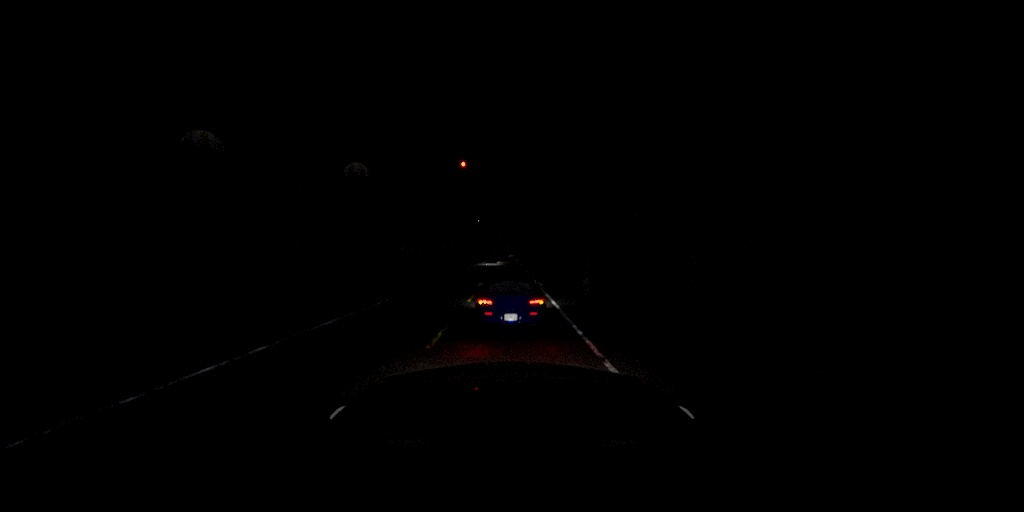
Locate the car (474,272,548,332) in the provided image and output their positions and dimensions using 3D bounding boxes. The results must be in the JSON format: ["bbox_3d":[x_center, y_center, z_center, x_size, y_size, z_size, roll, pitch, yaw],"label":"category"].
[{"bbox_3d":[-0.036,1.200,10.420,1.812,1.442,4.674,0,0,0],"label":"car"}]
